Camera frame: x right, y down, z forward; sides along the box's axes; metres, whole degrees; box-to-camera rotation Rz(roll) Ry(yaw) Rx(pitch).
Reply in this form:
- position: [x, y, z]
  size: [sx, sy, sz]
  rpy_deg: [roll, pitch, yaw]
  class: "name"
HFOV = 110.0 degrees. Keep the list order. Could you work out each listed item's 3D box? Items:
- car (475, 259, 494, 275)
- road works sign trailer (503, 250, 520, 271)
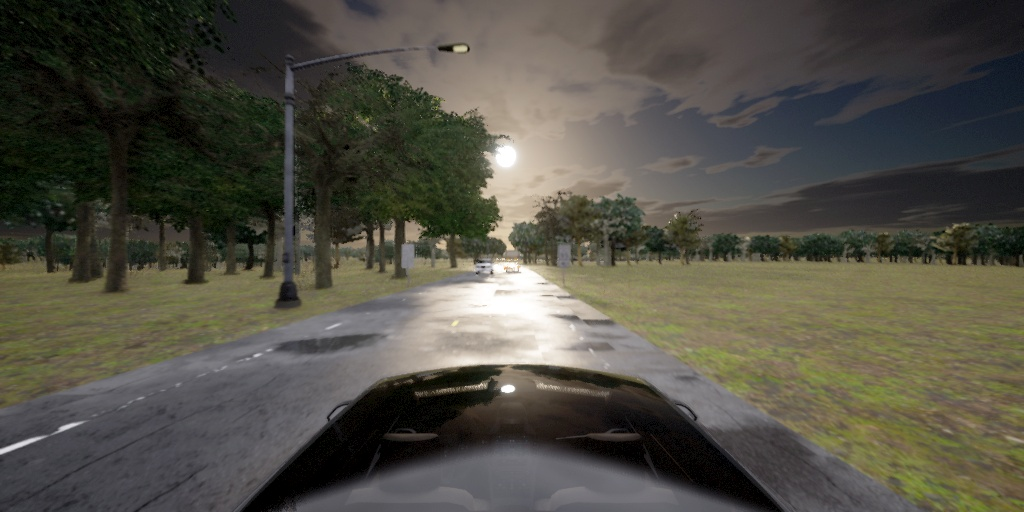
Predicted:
- position: [-3.569, 1.363, 47.198]
  size: [2.150, 2.045, 5.566]
  rpy_deg: [0, -1, 0]
  class: "car"
- position: [0.089, 0.733, 62.104]
  size: [2.380, 3.560, 2.880]
  rpy_deg: [0, 0, 0]
  class: "road works sign trailer"
